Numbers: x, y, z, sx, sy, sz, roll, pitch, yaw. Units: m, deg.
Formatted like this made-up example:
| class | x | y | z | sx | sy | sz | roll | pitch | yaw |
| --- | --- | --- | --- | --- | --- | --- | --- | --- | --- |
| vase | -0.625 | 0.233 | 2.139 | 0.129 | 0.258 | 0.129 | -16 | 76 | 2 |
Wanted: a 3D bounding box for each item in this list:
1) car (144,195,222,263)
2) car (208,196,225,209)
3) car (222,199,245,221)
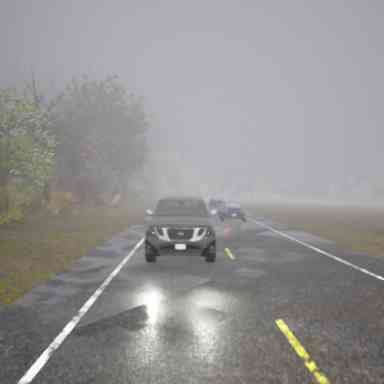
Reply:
| class | x | y | z | sx | sy | sz | roll | pitch | yaw |
| --- | --- | --- | --- | --- | --- | --- | --- | --- | --- |
| car | -0.374 | 1.164 | 12.106 | 2.150 | 2.045 | 5.566 | 0 | 0 | -1 |
| car | 3.187 | 1.376 | 44.090 | 1.882 | 1.535 | 5.008 | 0 | 0 | 2 |
| car | 3.014 | 1.457 | 25.967 | 1.812 | 1.442 | 4.674 | 0 | 0 | 0 |
